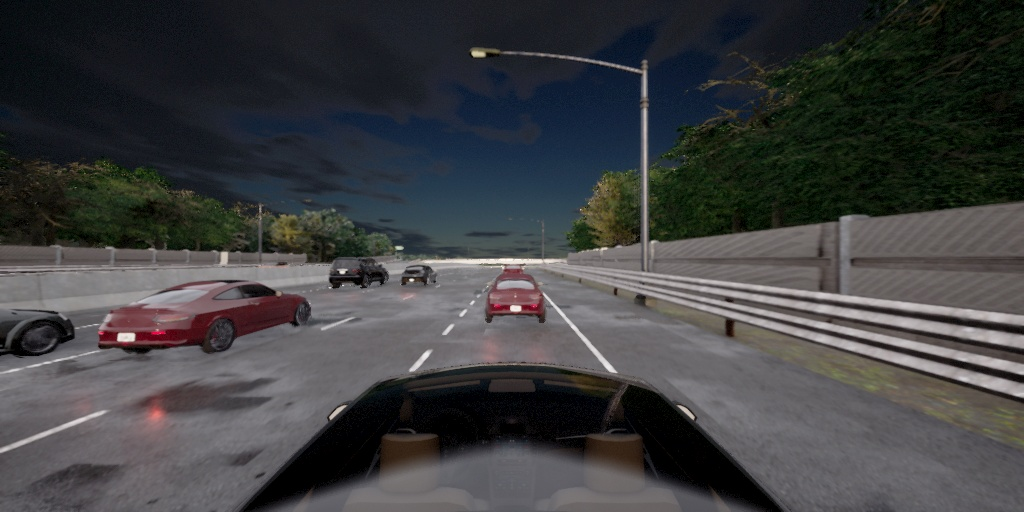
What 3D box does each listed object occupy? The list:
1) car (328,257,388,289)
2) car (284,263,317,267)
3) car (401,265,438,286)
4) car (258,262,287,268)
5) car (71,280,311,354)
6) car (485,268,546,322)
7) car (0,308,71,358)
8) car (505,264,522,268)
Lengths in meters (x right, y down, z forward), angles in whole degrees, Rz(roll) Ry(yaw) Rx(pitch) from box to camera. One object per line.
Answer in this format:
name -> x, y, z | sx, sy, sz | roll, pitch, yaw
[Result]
car -> -10.388, 1.120, 24.649 | 2.150, 2.045, 5.566 | 0, -1, 0
car -> -24.560, 1.747, 42.977 | 1.895, 1.301, 4.718 | 0, -1, 0
car -> -6.887, 1.431, 27.033 | 1.837, 1.490, 4.892 | 0, -1, 0
car -> -31.534, 1.563, 47.551 | 2.097, 1.767, 4.553 | 0, -1, 0
car -> -6.896, 1.298, 8.715 | 1.812, 1.442, 4.674 | 0, 0, 0
car -> 0.106, 1.317, 12.328 | 1.812, 1.442, 4.674 | 0, 0, 0
car -> -10.398, 1.325, 5.918 | 1.994, 1.385, 4.181 | 0, 0, 0
car -> 0.117, 1.480, 32.786 | 1.882, 1.535, 5.008 | 0, -1, 0
